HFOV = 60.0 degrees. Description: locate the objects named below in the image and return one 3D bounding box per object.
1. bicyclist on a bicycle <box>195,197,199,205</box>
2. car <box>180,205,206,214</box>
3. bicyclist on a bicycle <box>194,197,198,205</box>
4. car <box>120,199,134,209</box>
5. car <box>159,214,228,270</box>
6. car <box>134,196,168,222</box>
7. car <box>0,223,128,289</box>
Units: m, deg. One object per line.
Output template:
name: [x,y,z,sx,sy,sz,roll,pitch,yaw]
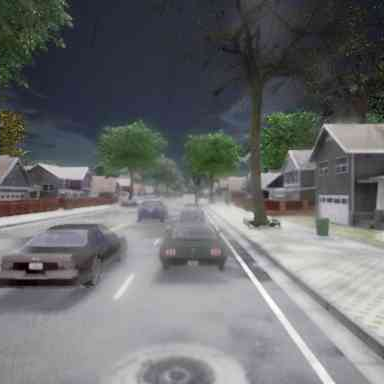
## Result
bicyclist on a bicycle: [0.890,1.768,60.695,0.659,1.776,1.843,0,0,0]
car: [0.045,1.666,24.371,2.033,1.411,5.357,0,0,0]
bicyclist on a bicycle: [0.885,1.913,69.696,0.866,1.612,1.509,0,0,0]
car: [-9.817,1.875,52.301,2.033,1.411,5.357,0,0,0]
car: [0.061,1.649,11.143,1.895,1.301,4.718,0,0,1]
car: [-3.183,1.492,27.801,2.097,1.767,4.553,0,-1,0]
car: [-3.203,1.588,9.381,2.033,1.411,5.357,0,0,1]
